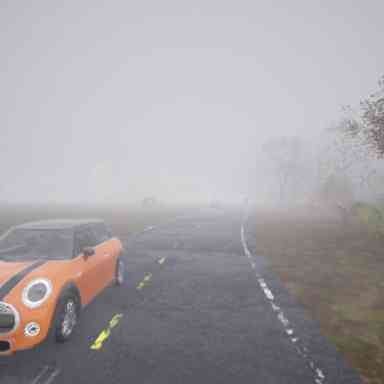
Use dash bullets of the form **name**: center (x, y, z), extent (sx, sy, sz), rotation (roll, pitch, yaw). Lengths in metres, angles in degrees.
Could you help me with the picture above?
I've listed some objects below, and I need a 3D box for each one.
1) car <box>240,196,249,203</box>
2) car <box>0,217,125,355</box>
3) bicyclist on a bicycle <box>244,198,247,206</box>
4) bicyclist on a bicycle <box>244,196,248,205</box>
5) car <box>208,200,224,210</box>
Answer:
- **car**: center (13.844, 2.082, 88.029), extent (1.994, 1.385, 4.181), rotation (0, 0, 10)
- **car**: center (-2.811, 1.381, 6.481), extent (2.097, 1.767, 4.553), rotation (0, 0, 3)
- **bicyclist on a bicycle**: center (9.728, 1.854, 60.933), extent (0.582, 1.620, 1.656), rotation (0, -1, 10)
- **bicyclist on a bicycle**: center (11.326, 1.833, 69.656), extent (0.659, 1.776, 1.843), rotation (0, -1, 10)
- **car**: center (3.584, 1.855, 49.045), extent (2.033, 1.411, 5.357), rotation (0, 0, 11)
